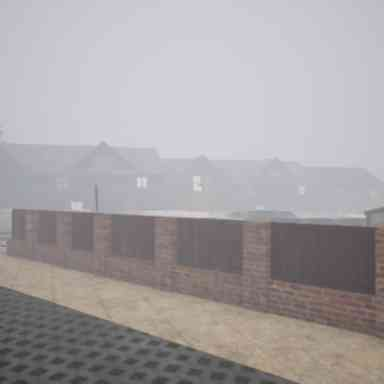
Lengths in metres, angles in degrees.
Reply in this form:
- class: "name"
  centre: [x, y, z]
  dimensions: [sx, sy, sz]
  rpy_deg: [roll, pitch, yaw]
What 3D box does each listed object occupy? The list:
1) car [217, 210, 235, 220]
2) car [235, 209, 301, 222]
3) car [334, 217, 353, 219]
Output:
- class: "car"
  centre: [3.805, 2.344, 25.620]
  dimensions: [5.566, 2.045, 2.150]
  rpy_deg: [2, -2, -22]
- class: "car"
  centre: [6.158, 2.306, 23.416]
  dimensions: [5.566, 2.045, 2.150]
  rpy_deg: [2, -2, -23]
- class: "car"
  centre: [13.438, 2.976, 29.576]
  dimensions: [4.902, 1.511, 2.128]
  rpy_deg: [2, -2, -22]
